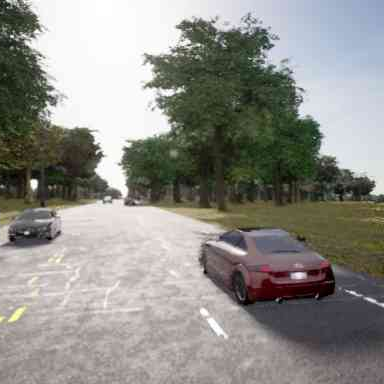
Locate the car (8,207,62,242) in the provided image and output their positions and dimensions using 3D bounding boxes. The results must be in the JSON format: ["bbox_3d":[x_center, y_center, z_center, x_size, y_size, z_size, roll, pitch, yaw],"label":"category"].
[{"bbox_3d":[-7.845,1.567,16.979,1.837,1.490,4.892,0,0,-14],"label":"car"}]

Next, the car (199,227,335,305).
[{"bbox_3d":[1.532,1.557,8.220,1.994,1.385,4.181,0,0,-14],"label":"car"}]

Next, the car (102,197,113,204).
[{"bbox_3d":[-17.369,1.744,68.524,2.128,1.511,4.902,-1,0,-9],"label":"car"}]

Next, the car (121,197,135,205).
[{"bbox_3d":[-11.603,1.754,61.366,1.895,1.301,4.718,0,0,-14],"label":"car"}]
